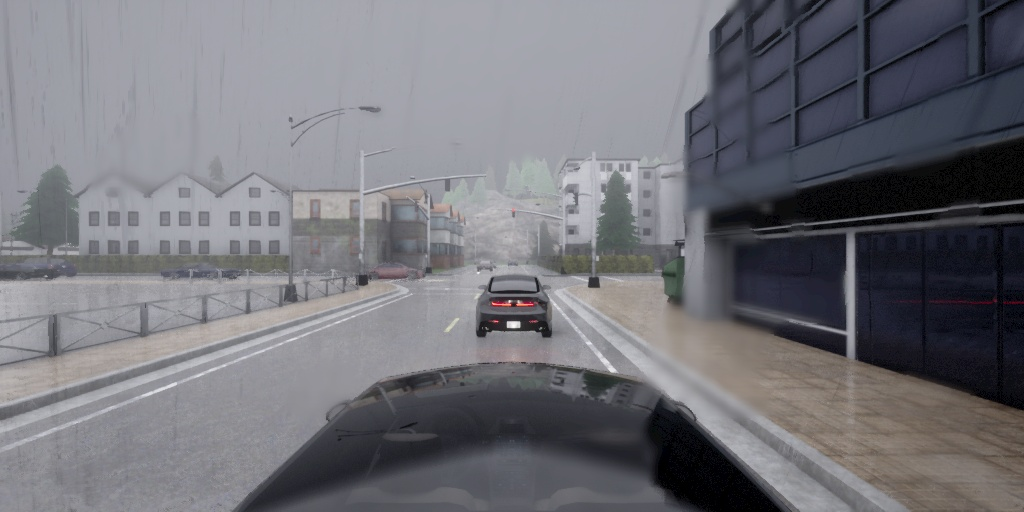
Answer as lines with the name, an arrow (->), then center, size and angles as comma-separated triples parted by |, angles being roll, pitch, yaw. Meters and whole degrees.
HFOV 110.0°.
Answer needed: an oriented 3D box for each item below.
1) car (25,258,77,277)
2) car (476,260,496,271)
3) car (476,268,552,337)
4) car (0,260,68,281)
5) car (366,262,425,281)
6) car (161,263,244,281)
car -> -39.834, 0.926, 30.204 | 4.553, 1.767, 2.097 | 0, 0, 0
car -> -3.520, 1.276, 47.660 | 1.812, 1.442, 4.674 | 0, 0, 0
car -> 0.069, 1.255, 10.258 | 1.837, 1.490, 4.892 | 0, 0, 1
car -> -36.553, 1.174, 26.516 | 4.718, 1.301, 1.895 | 0, 0, 1
car -> -8.700, 1.142, 27.015 | 4.181, 1.385, 1.994 | 0, 0, -10
car -> -22.690, 1.175, 26.434 | 4.718, 1.301, 1.895 | 0, 0, 0
